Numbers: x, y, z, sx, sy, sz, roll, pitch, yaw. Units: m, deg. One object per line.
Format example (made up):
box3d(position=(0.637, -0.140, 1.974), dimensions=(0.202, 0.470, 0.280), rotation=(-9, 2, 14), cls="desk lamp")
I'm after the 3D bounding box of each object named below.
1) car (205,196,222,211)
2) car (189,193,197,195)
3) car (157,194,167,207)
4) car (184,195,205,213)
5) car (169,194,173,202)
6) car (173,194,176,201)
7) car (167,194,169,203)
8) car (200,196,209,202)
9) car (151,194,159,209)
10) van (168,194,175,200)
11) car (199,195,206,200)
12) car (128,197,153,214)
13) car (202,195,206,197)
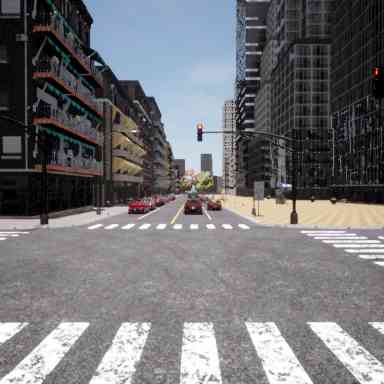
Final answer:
box3d(position=(2.716, 1.540, 41.103), dimensions=(1.887, 1.381, 4.507), rotation=(-1, 0, 0), cls="car")
box3d(position=(0.230, 1.222, 67.224), dimensions=(2.150, 2.045, 5.566), rotation=(0, 0, 1), cls="car")
box3d(position=(-5.615, 1.312, 52.358), dimensions=(2.192, 1.841, 5.009), rotation=(-1, 0, 0), cls="car")
box3d(position=(0.144, 1.473, 36.896), dimensions=(1.882, 1.535, 5.008), rotation=(0, 0, 0), cls="car")
box3d(position=(-5.583, 1.584, 69.305), dimensions=(1.802, 1.307, 4.206), rotation=(-1, 0, 0), cls="car")
box3d(position=(-5.558, 1.322, 86.252), dimensions=(2.192, 1.841, 5.009), rotation=(-1, 0, 0), cls="car")
box3d(position=(-5.604, 1.439, 58.006), dimensions=(1.967, 1.590, 4.097), rotation=(-1, 0, 0), cls="car")
box3d(position=(2.774, 1.548, 74.997), dimensions=(1.887, 1.381, 4.507), rotation=(-1, 0, 0), cls="car")
box3d(position=(-5.633, 1.436, 41.060), dimensions=(1.967, 1.590, 4.097), rotation=(-1, 0, 0), cls="car")
box3d(position=(-5.547, 1.350, 91.899), dimensions=(1.690, 1.788, 3.998), rotation=(-1, 0, 0), cls="van")
box3d(position=(2.802, 1.535, 92.114), dimensions=(1.752, 1.417, 4.829), rotation=(-1, 0, 0), cls="car")
box3d(position=(-5.640, 1.540, 35.411), dimensions=(1.887, 1.381, 4.507), rotation=(-1, 0, 0), cls="car")
box3d(position=(2.755, 1.551, 63.698), dimensions=(2.008, 1.369, 4.403), rotation=(-1, 0, 0), cls="car")
